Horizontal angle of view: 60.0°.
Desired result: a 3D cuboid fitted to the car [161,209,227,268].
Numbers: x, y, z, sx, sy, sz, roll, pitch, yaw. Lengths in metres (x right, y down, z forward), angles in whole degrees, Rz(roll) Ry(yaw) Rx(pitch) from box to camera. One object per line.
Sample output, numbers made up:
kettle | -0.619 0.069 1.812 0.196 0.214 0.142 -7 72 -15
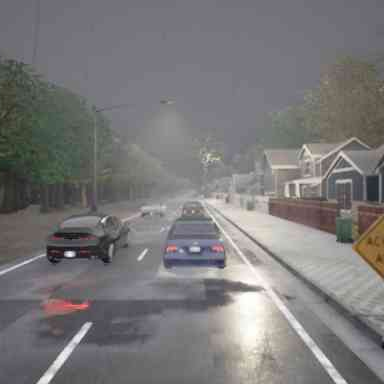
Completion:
car | 0.082 1.525 11.120 2.033 1.411 5.357 0 0 0

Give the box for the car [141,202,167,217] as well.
car | -3.397 1.534 30.332 1.895 1.301 4.718 0 0 0

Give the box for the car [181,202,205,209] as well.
car | 0.094 1.490 26.754 2.033 1.411 5.357 0 0 0

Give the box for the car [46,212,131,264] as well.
car | -3.414 1.482 11.739 1.837 1.490 4.892 0 0 0

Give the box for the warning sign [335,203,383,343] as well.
warning sign | 3.046 1.105 5.019 1.300 1.860 1.060 0 0 0
